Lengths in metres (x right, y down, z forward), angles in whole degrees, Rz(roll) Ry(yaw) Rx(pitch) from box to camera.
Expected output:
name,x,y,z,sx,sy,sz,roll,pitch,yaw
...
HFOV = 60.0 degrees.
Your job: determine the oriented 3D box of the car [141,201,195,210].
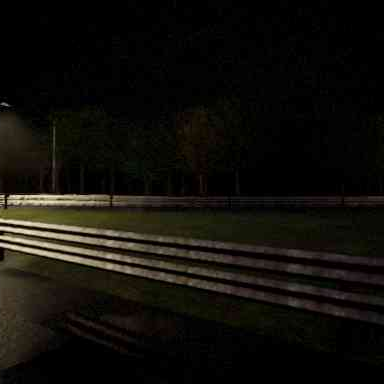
name,x,y,z,sx,sy,sz,roll,pitch,yaw
car,-2.264,1.079,33.053,5.357,1.411,2.033,0,0,4
